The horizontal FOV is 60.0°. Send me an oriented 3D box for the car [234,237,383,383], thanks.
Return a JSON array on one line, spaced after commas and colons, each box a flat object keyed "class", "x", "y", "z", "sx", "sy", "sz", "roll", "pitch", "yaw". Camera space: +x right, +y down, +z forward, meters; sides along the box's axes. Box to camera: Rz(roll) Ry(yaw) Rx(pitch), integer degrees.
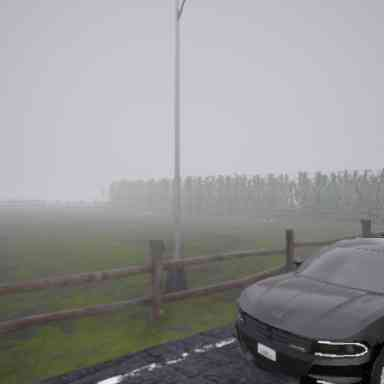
[{"class": "car", "x": 2.850, "y": 1.490, "z": 5.113, "sx": 5.008, "sy": 1.535, "sz": 1.882, "roll": 0, "pitch": 0, "yaw": -36}]
